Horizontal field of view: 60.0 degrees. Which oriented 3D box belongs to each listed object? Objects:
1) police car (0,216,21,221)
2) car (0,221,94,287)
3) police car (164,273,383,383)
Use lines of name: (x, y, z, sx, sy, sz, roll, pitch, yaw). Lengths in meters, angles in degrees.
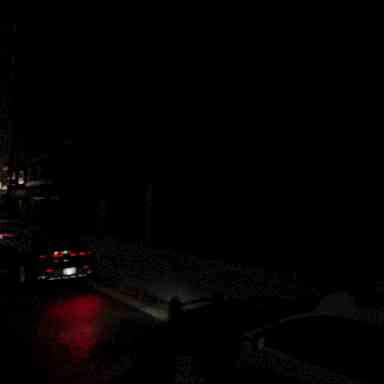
police car: (-8.741, 1.925, 15.225, 1.930, 1.638, 5.238, 3, -3, -40)
car: (-4.775, 1.879, 10.576, 1.837, 1.490, 4.892, 3, -3, -40)
police car: (1.646, 1.600, 3.058, 1.930, 1.638, 5.238, 3, -3, -40)
